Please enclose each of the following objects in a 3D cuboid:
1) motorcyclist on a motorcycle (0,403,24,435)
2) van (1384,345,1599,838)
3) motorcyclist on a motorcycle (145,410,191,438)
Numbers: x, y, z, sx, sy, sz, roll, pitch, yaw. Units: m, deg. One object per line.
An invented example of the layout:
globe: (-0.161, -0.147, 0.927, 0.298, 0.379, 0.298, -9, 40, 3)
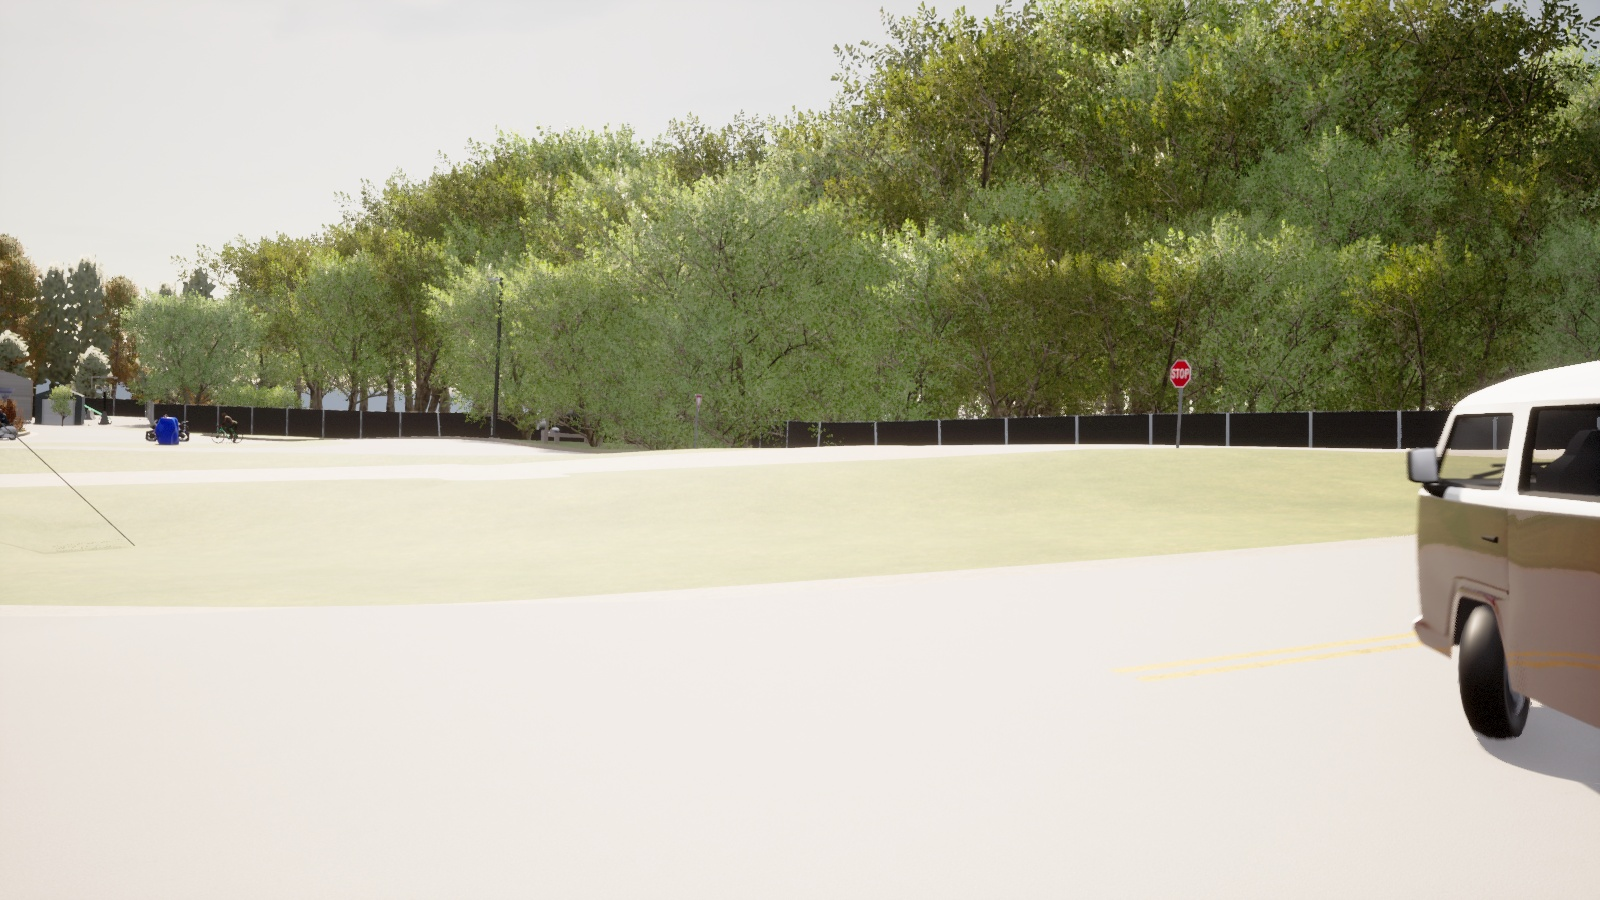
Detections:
motorcyclist on a motorcycle: (-40.965, -1.611, 64.333, 0.866, 1.590, 1.817, 3, 1, 31)
van: (4.351, 0.563, 5.344, 2.069, 2.038, 4.480, -1, 0, 7)
motorcyclist on a motorcycle: (-35.289, -1.451, 70.136, 2.191, 1.530, 0.866, 1, 2, -24)
